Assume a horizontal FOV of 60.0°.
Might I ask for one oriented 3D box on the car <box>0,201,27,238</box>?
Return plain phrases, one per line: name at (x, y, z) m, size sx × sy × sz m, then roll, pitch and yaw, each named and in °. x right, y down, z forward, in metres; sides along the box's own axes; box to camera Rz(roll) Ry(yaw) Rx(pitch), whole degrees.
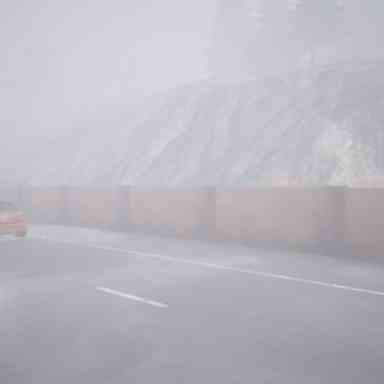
car at (-9.510, 1.139, 15.051) m, size 4.553 × 1.767 × 2.097 m, roll 1°, pitch 1°, yaw 35°
